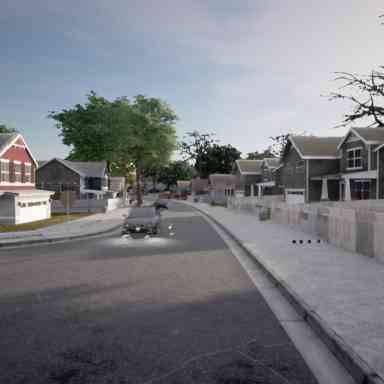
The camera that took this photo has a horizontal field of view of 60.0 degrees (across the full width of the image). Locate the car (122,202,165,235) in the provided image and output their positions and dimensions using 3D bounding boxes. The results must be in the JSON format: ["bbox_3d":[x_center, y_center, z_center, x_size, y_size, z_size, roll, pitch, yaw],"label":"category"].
[{"bbox_3d":[-2.731,1.570,18.853,1.837,1.490,4.892,0,0,-2],"label":"car"}]

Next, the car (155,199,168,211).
[{"bbox_3d":[-4.017,1.617,43.167,2.033,1.411,5.357,0,0,-5],"label":"car"}]
